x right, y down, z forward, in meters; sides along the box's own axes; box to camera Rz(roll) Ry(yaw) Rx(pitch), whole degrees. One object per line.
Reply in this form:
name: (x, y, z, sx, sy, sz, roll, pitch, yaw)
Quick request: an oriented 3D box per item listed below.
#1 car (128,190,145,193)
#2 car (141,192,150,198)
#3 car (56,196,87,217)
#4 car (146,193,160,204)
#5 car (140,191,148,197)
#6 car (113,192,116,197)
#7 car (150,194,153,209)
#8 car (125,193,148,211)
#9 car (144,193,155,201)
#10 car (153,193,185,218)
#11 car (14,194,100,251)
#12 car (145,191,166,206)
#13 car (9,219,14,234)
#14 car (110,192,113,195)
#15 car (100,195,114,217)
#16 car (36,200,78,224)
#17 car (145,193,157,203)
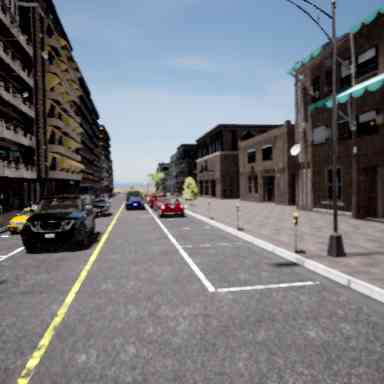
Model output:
car: (-7.941, 0.751, 45.767, 2.150, 2.045, 5.566, -1, 1, -10)
car: (-10.768, 0.670, 77.020, 1.752, 1.417, 4.829, -2, 1, -10)
car: (-11.034, 1.257, 30.702, 1.967, 1.590, 4.097, -2, 1, -10)
car: (-5.802, 0.957, 49.073, 1.752, 1.417, 4.829, -2, 1, -10)
car: (-12.725, 0.577, 88.032, 1.887, 1.381, 4.507, -2, 1, -10)
car: (-21.972, 0.730, 92.186, 1.887, 1.381, 4.507, -2, 1, -10)
car: (-2.790, 1.190, 32.138, 1.802, 1.307, 4.206, -2, 1, -10)
car: (-6.099, 1.195, 35.745, 1.994, 1.385, 4.181, -1, 1, -10)
car: (-7.757, 0.900, 60.085, 1.802, 1.307, 4.206, -2, 1, -10)
car: (-1.781, 1.106, 26.551, 1.967, 1.590, 4.097, -2, 1, -10)
car: (-5.544, 1.144, 14.517, 2.150, 2.045, 5.566, -1, 2, -10)
car: (-3.793, 0.865, 37.723, 2.192, 1.841, 5.009, -2, 1, -10)
car: (-9.102, 1.464, 19.341, 1.752, 1.417, 4.829, -2, 1, -10)
car: (-17.005, 1.021, 64.239, 2.008, 1.369, 4.403, -2, 1, -10)
car: (-8.022, 1.283, 28.619, 1.837, 1.490, 4.892, -1, 1, -10)
car: (-10.072, 1.427, 25.108, 2.008, 1.369, 4.403, -2, 1, -10)
car: (-6.764, 0.957, 54.496, 1.802, 1.307, 4.206, -2, 1, -10)
